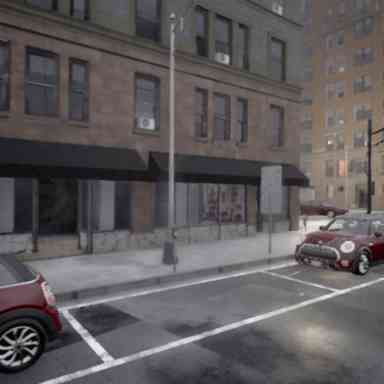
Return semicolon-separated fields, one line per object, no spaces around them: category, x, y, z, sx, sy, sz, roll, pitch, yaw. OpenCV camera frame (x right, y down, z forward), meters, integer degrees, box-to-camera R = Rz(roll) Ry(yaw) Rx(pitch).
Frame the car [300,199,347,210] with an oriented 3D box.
car;11.244;1.438;29.296;1.882;1.535;5.008;1;0;-37

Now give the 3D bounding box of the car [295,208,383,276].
car;5.073;1.458;10.374;4.097;1.590;1.967;0;0;-35

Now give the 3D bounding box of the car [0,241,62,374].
car;-3.872;1.438;3.995;4.097;1.590;1.967;0;0;-35
